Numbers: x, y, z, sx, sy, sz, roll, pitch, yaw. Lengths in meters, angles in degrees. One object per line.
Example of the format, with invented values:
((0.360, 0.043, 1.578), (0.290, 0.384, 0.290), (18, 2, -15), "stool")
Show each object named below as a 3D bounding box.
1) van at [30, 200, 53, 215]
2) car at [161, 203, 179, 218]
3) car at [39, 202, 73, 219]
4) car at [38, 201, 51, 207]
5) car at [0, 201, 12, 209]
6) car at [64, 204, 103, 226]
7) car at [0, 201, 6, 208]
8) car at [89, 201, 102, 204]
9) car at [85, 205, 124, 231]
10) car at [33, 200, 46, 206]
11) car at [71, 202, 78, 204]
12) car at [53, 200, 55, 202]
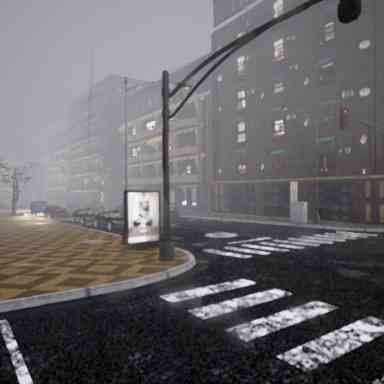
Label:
((-19.755, 2.029, 43.037), (1.690, 1.788, 3.998), (-2, 0, -36), "van")
((-3.076, 1.812, 34.548), (1.967, 1.590, 4.097), (-2, 0, -36), "car")
((-14.837, 2.109, 36.150), (1.887, 1.381, 4.507), (-2, 0, -36), "car")
((-34.506, 2.724, 77.785), (1.947, 1.339, 4.313), (-2, 0, -36), "car")
((-38.033, 2.698, 68.361), (2.008, 1.369, 4.403), (-2, 0, -36), "car")
((-8.762, 1.963, 27.673), (2.008, 1.369, 4.403), (-2, 0, -36), "car")
((-44.561, 2.857, 77.386), (1.887, 1.381, 4.507), (-2, 0, -36), "car")
((-14.922, 2.107, 50.713), (1.967, 1.590, 4.097), (-2, 0, -36), "car")
((-5.497, 1.882, 23.160), (2.008, 1.369, 4.403), (-2, 0, -36), "car")
((-37.770, 2.786, 82.297), (1.887, 1.381, 4.507), (-2, 0, -36), "car")
((-21.450, 2.412, 59.735), (1.802, 1.307, 4.206), (-2, 0, -36), "car")
((-31.246, 2.516, 73.272), (1.967, 1.590, 4.097), (-2, 0, -36), "car")
